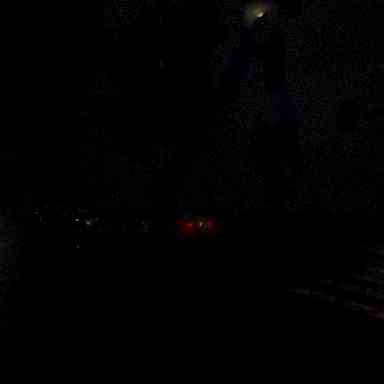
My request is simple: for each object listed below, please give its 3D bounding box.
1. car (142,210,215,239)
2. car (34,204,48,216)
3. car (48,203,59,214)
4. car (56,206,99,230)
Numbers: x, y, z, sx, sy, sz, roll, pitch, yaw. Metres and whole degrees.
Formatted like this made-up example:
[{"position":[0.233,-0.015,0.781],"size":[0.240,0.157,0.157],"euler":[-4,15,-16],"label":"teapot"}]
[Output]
[{"position":[-0.927,1.749,18.871],"size":[2.033,1.411,5.357],"euler":[0,-1,-34],"label":"car"},{"position":[-20.125,2.281,42.116],"size":[2.128,1.511,4.902],"euler":[0,-1,-34],"label":"car"},{"position":[-19.754,2.358,46.648],"size":[1.837,1.490,4.892],"euler":[0,-1,-34],"label":"car"},{"position":[-8.351,1.895,24.570],"size":[1.812,1.442,4.674],"euler":[0,-1,-34],"label":"car"}]
